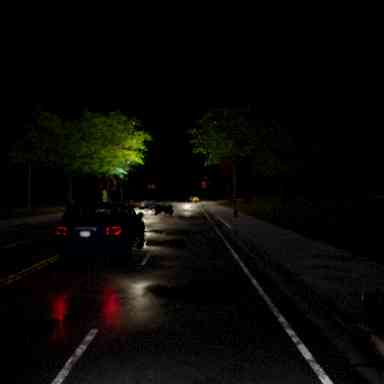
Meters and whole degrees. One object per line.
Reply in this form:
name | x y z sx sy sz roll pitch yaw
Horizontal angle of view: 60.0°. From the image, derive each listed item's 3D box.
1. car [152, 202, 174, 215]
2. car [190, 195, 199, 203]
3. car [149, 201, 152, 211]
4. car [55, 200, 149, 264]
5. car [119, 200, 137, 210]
car | -3.146 1.960 38.466 1.895 1.301 4.718 0 0 0
car | 1.147 2.296 94.172 1.801 1.575 5.366 0 -1 0
car | -6.568 1.997 49.008 2.033 1.411 5.357 0 -1 0
car | -3.148 1.353 12.496 2.150 2.045 5.566 0 -1 0
car | -9.810 1.992 51.127 1.812 1.442 4.674 0 -1 0
